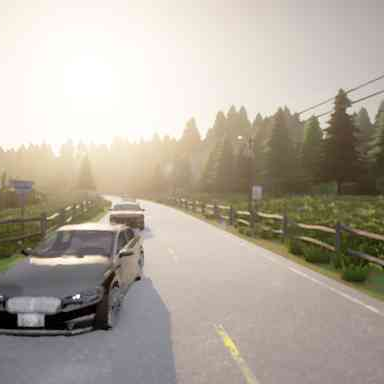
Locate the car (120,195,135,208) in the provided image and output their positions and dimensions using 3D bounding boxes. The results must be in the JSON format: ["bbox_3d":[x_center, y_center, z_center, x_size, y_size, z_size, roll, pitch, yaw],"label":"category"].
[{"bbox_3d":[-8.389,1.183,42.972,1.837,1.490,4.892,1,1,-13],"label":"car"}]

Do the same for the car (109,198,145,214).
[{"bbox_3d":[-3.861,1.342,19.846,1.882,1.535,5.008,1,0,-10],"label":"car"}]

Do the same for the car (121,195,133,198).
[{"bbox_3d":[-5.879,1.304,30.815,1.812,1.442,4.674,1,0,-11],"label":"car"}]

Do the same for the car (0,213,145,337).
[{"bbox_3d":[-2.151,1.448,6.926,2.128,1.511,4.902,1,0,0],"label":"car"}]
